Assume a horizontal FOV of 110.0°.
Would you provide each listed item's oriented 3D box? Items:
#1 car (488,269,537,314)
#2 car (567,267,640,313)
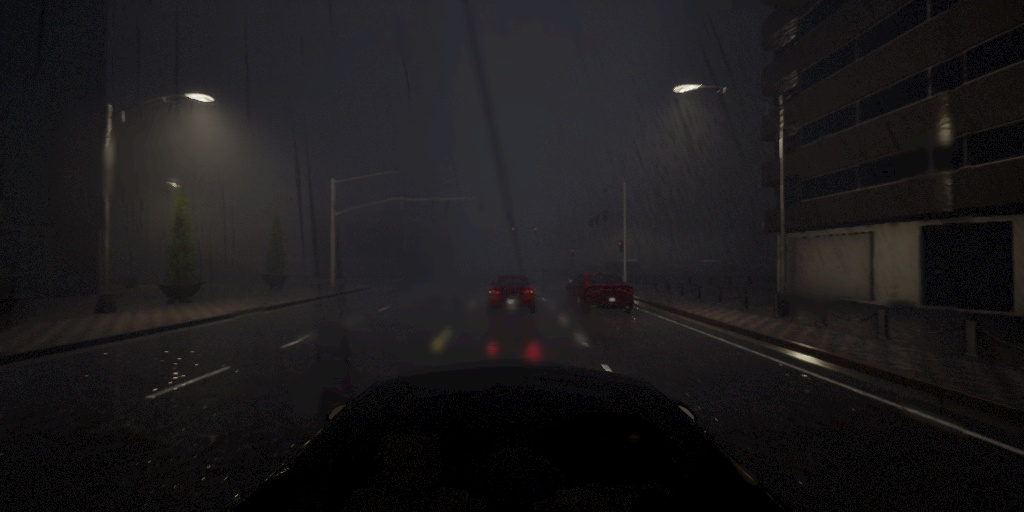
[{"bbox_3d":[0.012,1.457,14.743,1.812,1.442,4.674,0,-1,0],"label":"car"},{"bbox_3d":[3.510,1.413,15.038,1.882,1.535,5.008,0,-1,0],"label":"car"}]
